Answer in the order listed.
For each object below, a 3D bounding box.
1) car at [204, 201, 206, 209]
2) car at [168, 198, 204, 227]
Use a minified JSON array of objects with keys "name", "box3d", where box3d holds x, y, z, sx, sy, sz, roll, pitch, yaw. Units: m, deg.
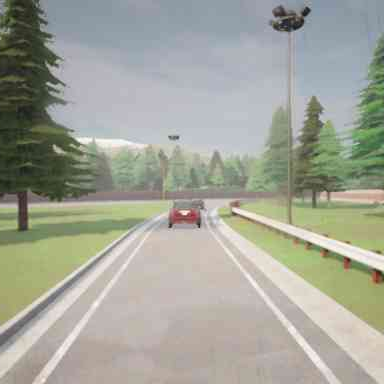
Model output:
[{"name":"car","box3d":[0.689,1.513,42.955,2.128,1.511,4.902,0,0,7]},{"name":"car","box3d":[-0.461,1.366,22.780,2.097,1.767,4.553,0,0,0]}]
